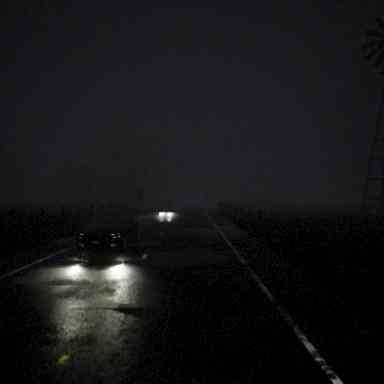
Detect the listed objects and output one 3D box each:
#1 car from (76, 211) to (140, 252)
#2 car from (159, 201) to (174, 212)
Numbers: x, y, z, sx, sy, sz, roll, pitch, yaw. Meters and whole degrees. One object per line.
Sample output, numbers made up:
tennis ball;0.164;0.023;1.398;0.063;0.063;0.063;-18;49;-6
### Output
car;-3.560;1.641;14.864;1.882;1.535;5.008;0;-1;0
car;-3.535;2.000;46.828;2.128;1.511;4.902;0;-1;1
